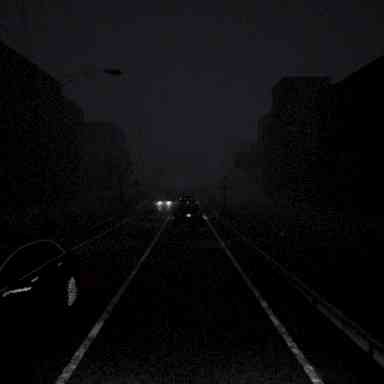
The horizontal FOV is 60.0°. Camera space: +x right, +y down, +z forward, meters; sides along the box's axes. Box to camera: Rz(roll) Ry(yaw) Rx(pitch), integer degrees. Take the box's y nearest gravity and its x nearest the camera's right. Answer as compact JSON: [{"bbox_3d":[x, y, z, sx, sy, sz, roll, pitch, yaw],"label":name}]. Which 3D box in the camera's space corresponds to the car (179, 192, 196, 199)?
[{"bbox_3d":[-0.525,0.820,41.047,1.837,1.490,4.892,0,3,-1],"label":"car"}]

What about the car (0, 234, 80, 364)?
[{"bbox_3d":[-3.159,1.484,4.901,1.837,1.490,4.892,0,0,-1],"label":"car"}]

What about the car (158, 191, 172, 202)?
[{"bbox_3d":[-3.807,0.531,47.416,2.033,1.411,5.357,0,3,-1],"label":"car"}]

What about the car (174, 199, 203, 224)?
[{"bbox_3d":[-0.244,1.449,23.496,1.994,1.385,4.181,0,1,-1],"label":"car"}]
